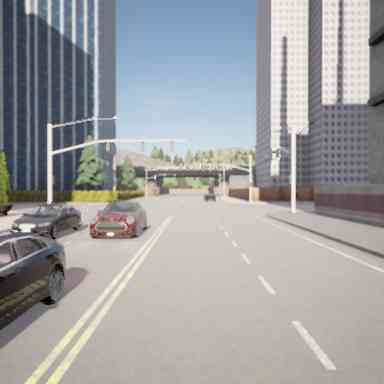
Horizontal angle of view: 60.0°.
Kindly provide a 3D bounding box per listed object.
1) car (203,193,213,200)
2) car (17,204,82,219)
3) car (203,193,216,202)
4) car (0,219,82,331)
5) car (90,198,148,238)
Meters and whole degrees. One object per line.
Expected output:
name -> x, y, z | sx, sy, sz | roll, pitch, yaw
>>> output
car -> 3.495, 0.896, 73.258 | 2.128, 1.511, 4.902 | 0, 0, 0
car -> -7.020, 1.365, 16.594 | 2.128, 1.511, 4.902 | 0, 0, 0
car -> 3.496, 1.020, 63.213 | 1.837, 1.490, 4.892 | 0, 0, 0
car -> -3.584, 1.450, 5.200 | 2.128, 1.511, 4.902 | 0, 1, 0
car -> -3.521, 1.222, 16.678 | 2.097, 1.767, 4.553 | 0, 1, 0
